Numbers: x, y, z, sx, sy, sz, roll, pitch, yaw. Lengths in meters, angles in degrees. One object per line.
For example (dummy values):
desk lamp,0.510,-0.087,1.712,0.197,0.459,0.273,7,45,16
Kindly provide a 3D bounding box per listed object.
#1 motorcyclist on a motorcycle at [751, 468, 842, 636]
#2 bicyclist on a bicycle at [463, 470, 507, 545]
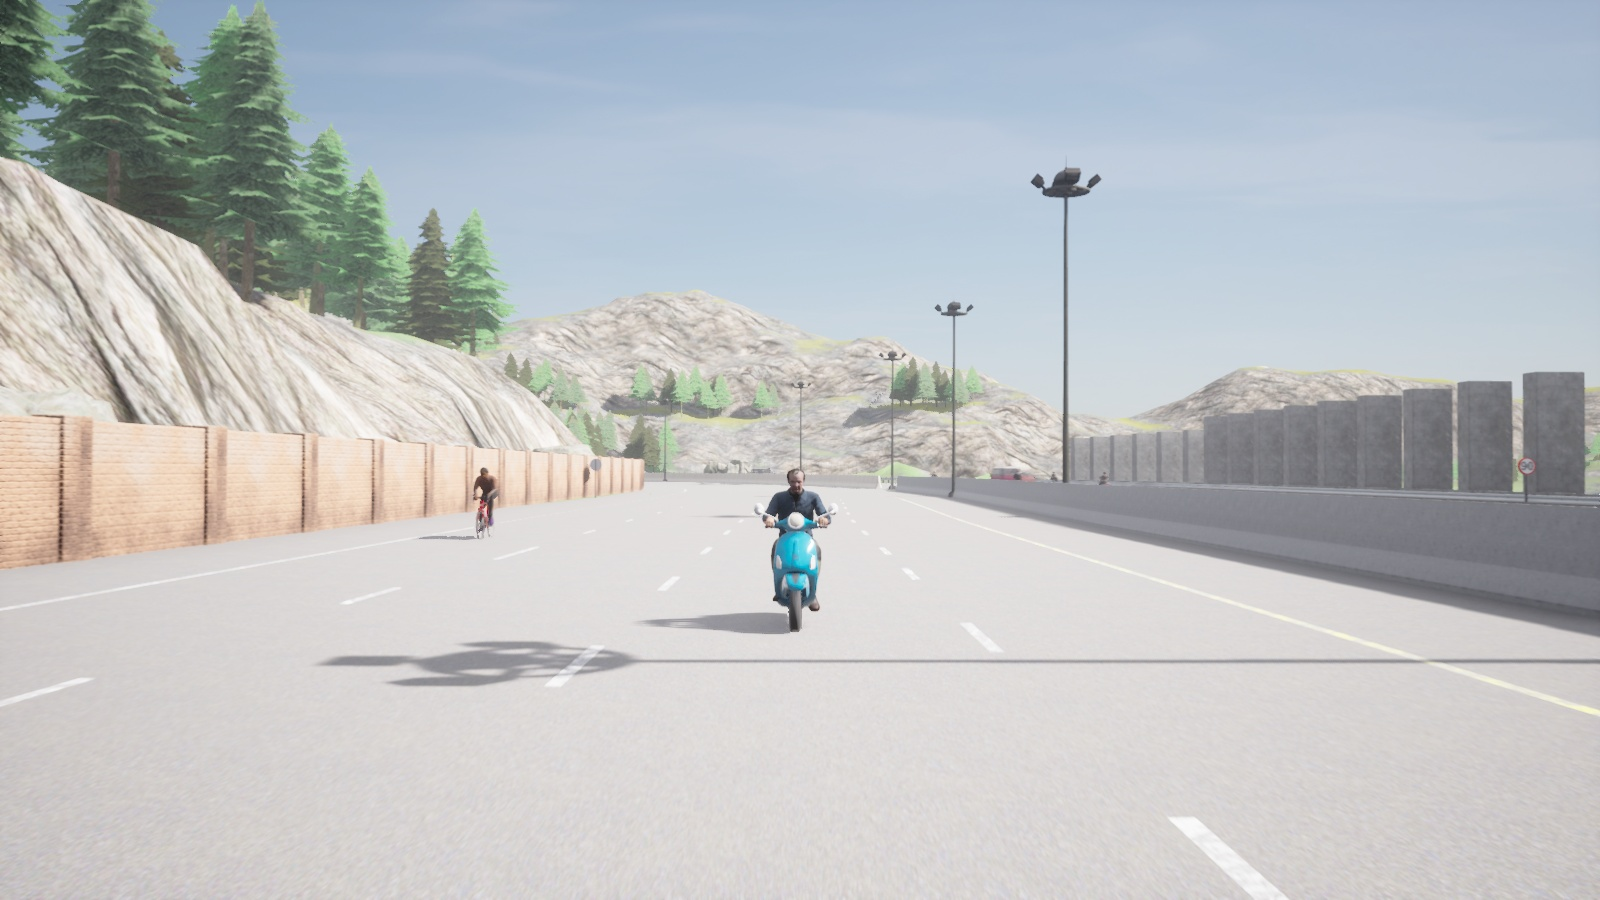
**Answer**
motorcyclist on a motorcycle,-0.035,0.984,12.870,0.866,1.590,1.817,0,-1,0
bicyclist on a bicycle,-7.074,1.269,28.277,0.582,1.620,1.656,0,-1,0
